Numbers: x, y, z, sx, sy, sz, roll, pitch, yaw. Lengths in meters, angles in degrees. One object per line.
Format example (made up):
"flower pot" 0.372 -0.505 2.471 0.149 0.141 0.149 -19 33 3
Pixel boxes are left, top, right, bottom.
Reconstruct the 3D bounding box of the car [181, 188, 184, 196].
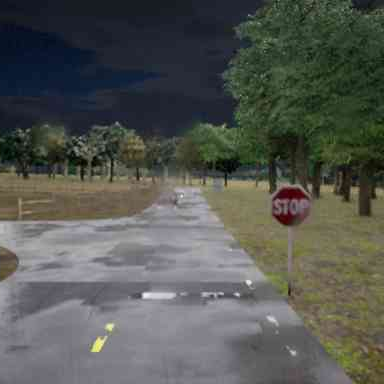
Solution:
"car" -2.588 -0.103 63.338 1.812 1.442 4.674 0 2 0

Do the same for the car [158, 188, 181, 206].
"car" -2.653 0.626 37.705 2.097 1.767 4.553 0 2 0
